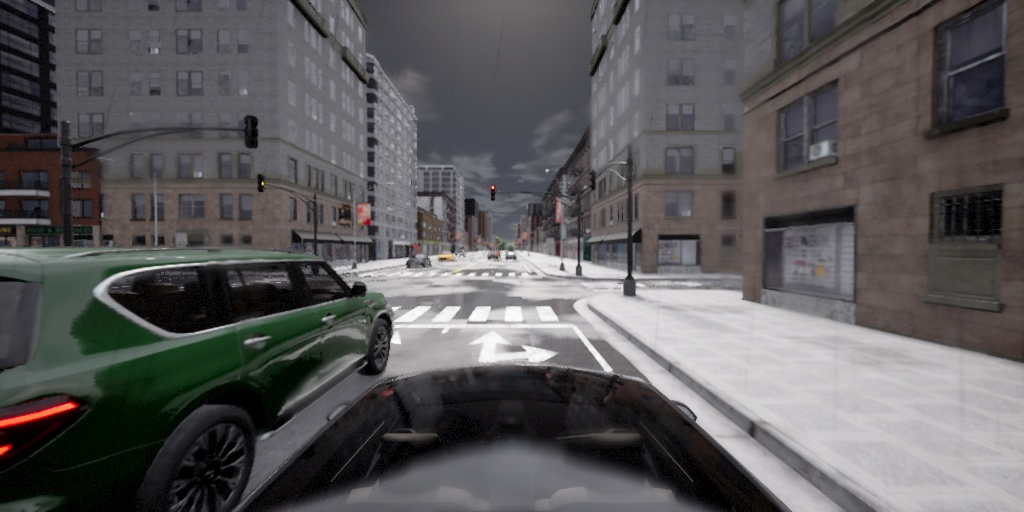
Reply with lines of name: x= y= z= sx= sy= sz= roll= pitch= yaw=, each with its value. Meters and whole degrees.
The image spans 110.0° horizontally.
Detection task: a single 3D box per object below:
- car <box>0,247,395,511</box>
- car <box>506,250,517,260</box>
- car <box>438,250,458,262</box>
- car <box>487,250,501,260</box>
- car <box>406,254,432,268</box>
car: x=-3.153 y=0.923 z=4.041 sx=2.150 sy=2.045 sz=5.566 roll=0 pitch=1 yaw=0
car: x=-0.159 y=-0.050 z=64.672 sx=1.994 sy=1.385 sz=4.181 roll=0 pitch=1 yaw=0
car: x=-9.940 y=0.096 z=54.363 sx=1.882 sy=1.535 sz=5.008 roll=0 pitch=1 yaw=0
car: x=-3.409 y=-0.011 z=64.695 sx=1.895 sy=1.301 sz=4.718 roll=0 pitch=1 yaw=0
car: x=-9.928 y=0.490 z=38.508 sx=1.812 sy=1.442 sz=4.674 roll=0 pitch=1 yaw=0
